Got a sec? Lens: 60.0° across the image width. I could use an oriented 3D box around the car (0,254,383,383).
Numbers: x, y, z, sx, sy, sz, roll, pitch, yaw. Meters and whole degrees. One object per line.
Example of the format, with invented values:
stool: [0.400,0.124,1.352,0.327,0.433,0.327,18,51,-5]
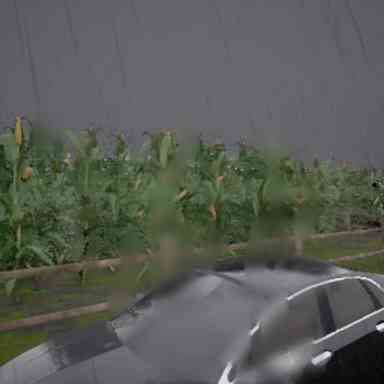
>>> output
car: [0.555,1.500,3.333,4.892,1.490,1.837,0,0,-35]
